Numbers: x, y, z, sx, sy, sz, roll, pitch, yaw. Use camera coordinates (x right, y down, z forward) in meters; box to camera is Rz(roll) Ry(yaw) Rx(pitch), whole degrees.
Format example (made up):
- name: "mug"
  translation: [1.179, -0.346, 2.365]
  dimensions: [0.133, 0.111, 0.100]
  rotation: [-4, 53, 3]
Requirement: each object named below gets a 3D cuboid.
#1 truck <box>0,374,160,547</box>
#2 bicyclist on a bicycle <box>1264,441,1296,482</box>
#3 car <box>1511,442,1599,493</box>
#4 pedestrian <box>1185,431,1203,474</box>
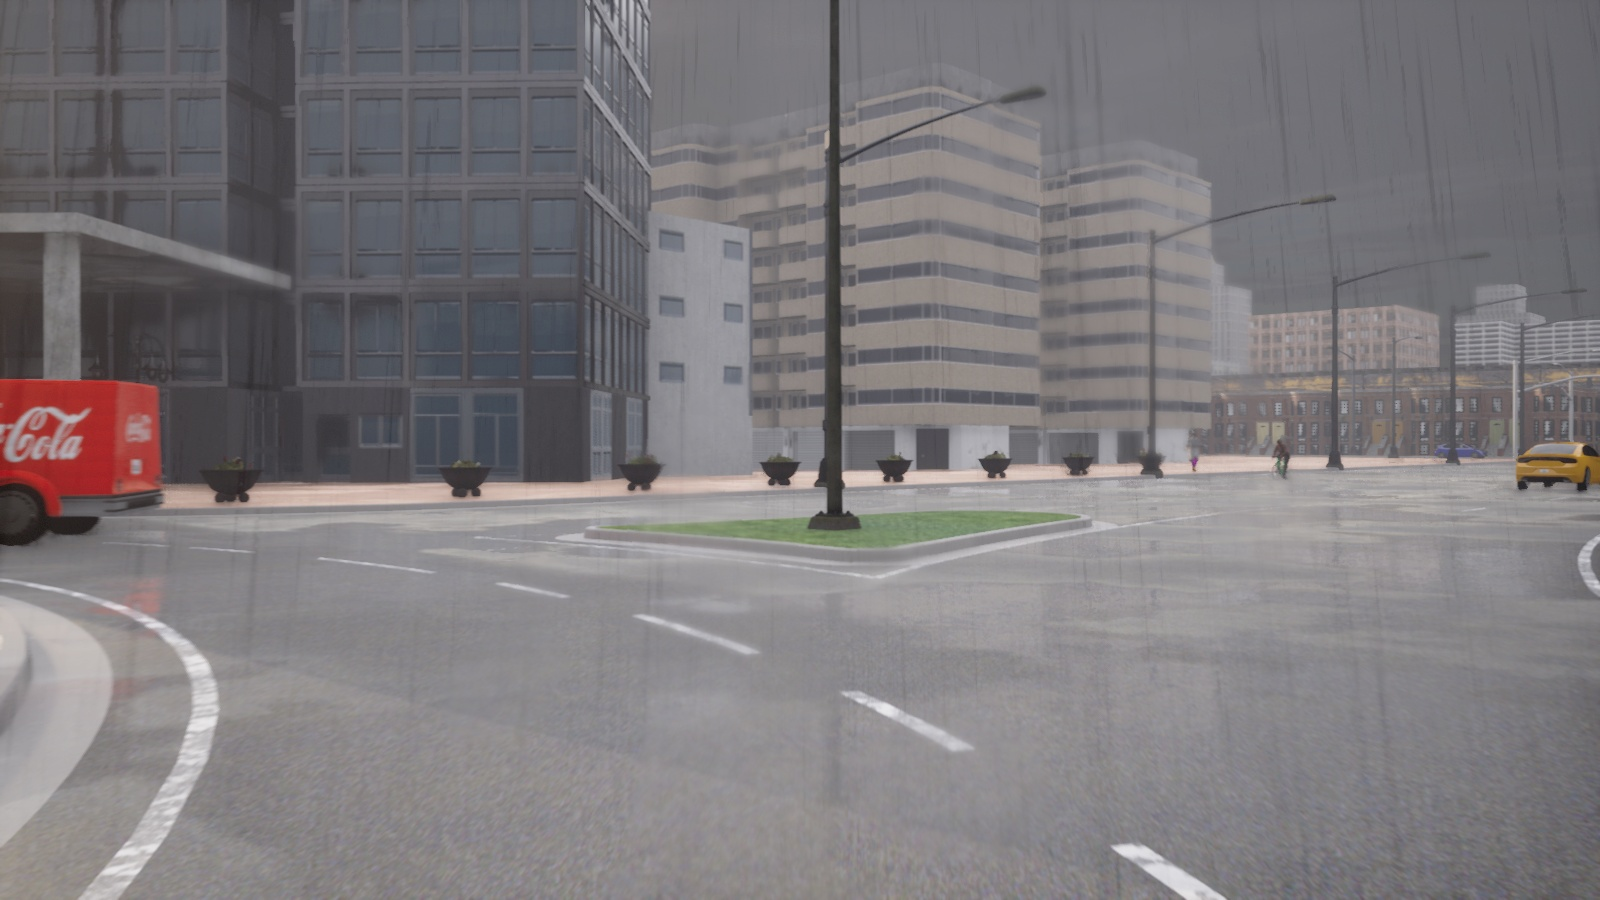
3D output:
- name: "truck"
  translation: [-12.908, 0.139, 19.017]
  dimensions: [5.204, 2.467, 2.627]
  rotation: [0, 1, -11]
- name: "bicyclist on a bicycle"
  translation: [19.011, 0.441, 49.719]
  dimensions: [0.582, 1.620, 1.656]
  rotation: [0, 1, 44]
- name: "car"
  translation: [24.636, 0.524, 40.409]
  dimensions: [1.882, 1.535, 5.008]
  rotation: [0, 0, 44]
- name: "pedestrian"
  translation: [18.024, 0.099, 57.478]
  dimensions: [0.659, 1.952, 0.873]
  rotation: [0, 0, 25]
